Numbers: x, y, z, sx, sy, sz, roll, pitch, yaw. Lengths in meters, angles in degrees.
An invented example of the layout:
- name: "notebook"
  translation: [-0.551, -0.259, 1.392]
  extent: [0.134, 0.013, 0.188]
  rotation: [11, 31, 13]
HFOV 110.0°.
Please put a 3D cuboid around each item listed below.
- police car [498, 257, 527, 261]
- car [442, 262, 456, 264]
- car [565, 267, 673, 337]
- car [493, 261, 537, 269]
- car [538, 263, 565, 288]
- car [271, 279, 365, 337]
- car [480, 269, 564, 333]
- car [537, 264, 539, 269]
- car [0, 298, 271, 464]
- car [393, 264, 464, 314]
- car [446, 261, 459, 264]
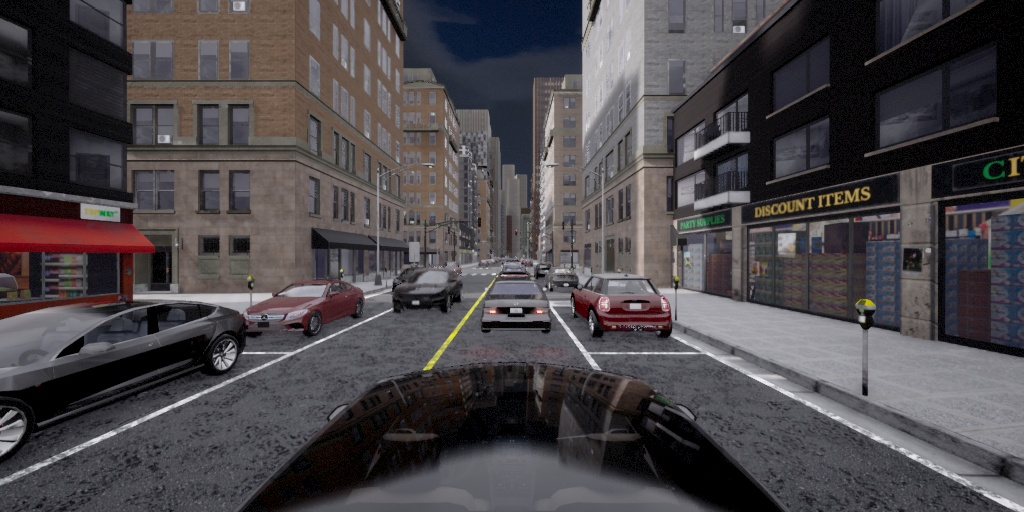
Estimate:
- name: "police car"
  translation: [0.046, 1.178, 31.261]
  extent: [1.930, 1.638, 5.238]
  rotation: [0, 0, 0]
- name: "car"
  translation: [-5.630, 1.334, 26.767]
  extent: [1.802, 1.307, 4.207]
  rotation: [0, 0, 0]
- name: "car"
  translation: [2.868, 1.190, 10.248]
  extent: [1.967, 1.591, 4.097]
  rotation: [0, 0, 0]
- name: "car"
  translation: [0.129, 1.242, 21.242]
  extent: [2.128, 1.511, 4.902]
  rotation: [0, 0, 0]
- name: "car"
  translation: [2.887, 1.301, 21.251]
  extent: [2.007, 1.370, 4.403]
  rotation: [0, 0, 0]
- name: "car"
  translation: [-5.657, 1.332, 10.263]
  extent: [1.802, 1.307, 4.207]
  rotation: [0, 0, 0]
- name: "car"
  translation: [0.110, 1.297, 10.719]
  extent: [2.033, 1.411, 5.357]
  rotation: [0, 0, 0]
- name: "car"
  translation: [2.905, 1.319, 32.253]
  extent: [1.948, 1.339, 4.313]
  rotation: [0, 0, 0]
- name: "car"
  translation: [-5.667, 1.316, 4.762]
  extent: [1.948, 1.339, 4.313]
  rotation: [0, 0, 0]
- name: "car"
  translation: [-3.079, 1.228, 13.982]
  extent: [1.882, 1.535, 5.008]
  rotation: [0, 0, 0]
- name: "car"
  translation: [-5.620, 1.193, 32.268]
  extent: [1.967, 1.591, 4.097]
  rotation: [0, 0, 0]
